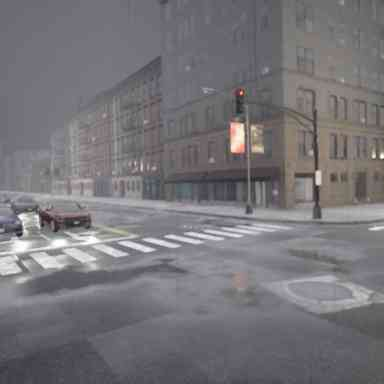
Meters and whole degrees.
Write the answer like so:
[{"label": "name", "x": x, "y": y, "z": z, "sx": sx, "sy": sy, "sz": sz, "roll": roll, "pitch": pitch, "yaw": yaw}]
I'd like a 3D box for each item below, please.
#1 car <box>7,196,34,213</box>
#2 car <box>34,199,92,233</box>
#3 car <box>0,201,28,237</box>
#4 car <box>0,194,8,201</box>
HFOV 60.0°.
[{"label": "car", "x": -14.722, "y": 1.150, "z": 29.340, "sx": 1.837, "sy": 1.490, "sz": 4.892, "roll": -3, "pitch": 3, "yaw": -35}, {"label": "car", "x": -7.112, "y": 1.218, "z": 18.421, "sx": 1.882, "sy": 1.535, "sz": 5.008, "roll": -3, "pitch": 2, "yaw": -35}, {"label": "car", "x": -9.630, "y": 1.396, "z": 16.393, "sx": 1.812, "sy": 1.442, "sz": 4.674, "roll": -3, "pitch": 2, "yaw": -35}, {"label": "car", "x": -26.472, "y": 0.971, "z": 46.350, "sx": 2.128, "sy": 1.511, "sz": 4.902, "roll": -3, "pitch": 2, "yaw": -35}]
